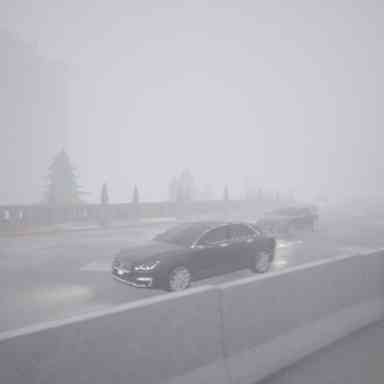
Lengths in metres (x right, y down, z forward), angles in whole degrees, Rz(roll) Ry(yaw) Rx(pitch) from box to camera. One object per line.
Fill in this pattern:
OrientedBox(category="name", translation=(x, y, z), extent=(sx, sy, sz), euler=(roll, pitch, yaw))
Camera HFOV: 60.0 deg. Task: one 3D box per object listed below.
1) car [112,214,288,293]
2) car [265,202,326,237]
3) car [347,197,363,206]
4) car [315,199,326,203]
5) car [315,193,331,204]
OrientedBox(category="car", translation=(0.282, 1.514, 8.900), extent=(4.892, 1.490, 1.837), euler=(0, 0, -40))
OrientedBox(category="car", translation=(5.353, 1.510, 18.325), extent=(1.837, 1.490, 4.892), euler=(0, 0, 44))
OrientedBox(category="car", translation=(26.669, 1.529, 54.505), extent=(1.837, 1.490, 4.892), euler=(0, 0, 18))
OrientedBox(category="car", translation=(9.168, 1.568, 27.962), extent=(2.033, 1.411, 5.357), euler=(-1, 0, 38))
OrientedBox(category="car", translation=(25.808, 1.321, 65.797), extent=(2.150, 2.045, 5.566), euler=(-1, 0, 10))
